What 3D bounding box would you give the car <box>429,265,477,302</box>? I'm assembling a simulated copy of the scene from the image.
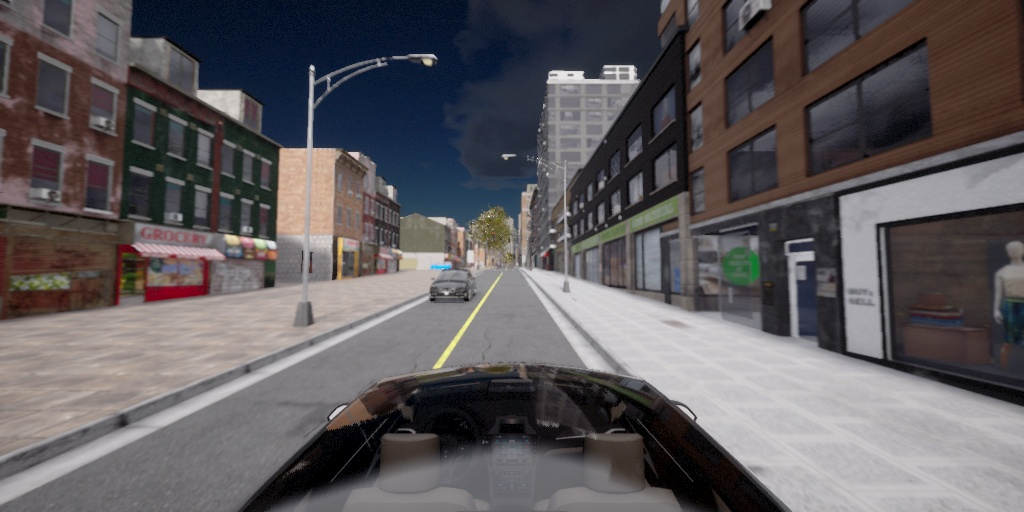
[{"bbox_3d":[-2.857,1.402,18.067,1.837,1.490,4.892,0,0,0],"label":"car"}]
